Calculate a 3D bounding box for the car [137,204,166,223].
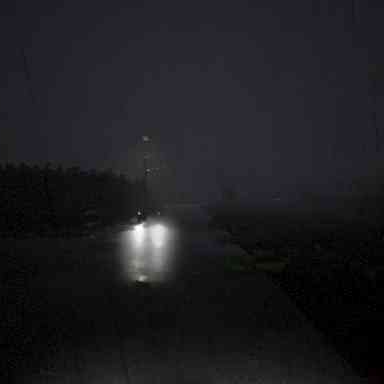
[{"bbox_3d":[-3.103,1.614,26.135,1.895,1.301,4.718,0,0,0],"label":"car"}]
